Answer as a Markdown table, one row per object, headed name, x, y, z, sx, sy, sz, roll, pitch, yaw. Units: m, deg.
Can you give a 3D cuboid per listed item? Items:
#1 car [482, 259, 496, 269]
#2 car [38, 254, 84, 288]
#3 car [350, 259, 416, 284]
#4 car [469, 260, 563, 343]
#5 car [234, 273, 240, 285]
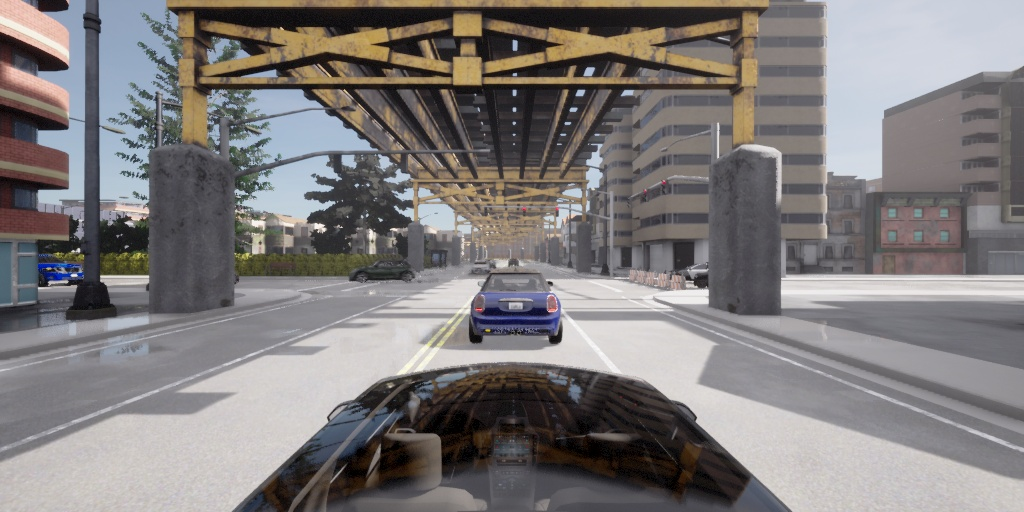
| name | x | y | z | sx | sy | sz | roll | pitch | yaw |
| --- | --- | --- | --- | --- | --- | --- | --- | --- | --- |
| car | -3.409 | 1.199 | 54.193 | 1.812 | 1.442 | 4.674 | 0 | 0 | 0 |
| car | -30.264 | 0.882 | 22.542 | 5.566 | 2.045 | 2.150 | 0 | 0 | 1 |
| car | -9.443 | 1.050 | 26.402 | 4.553 | 1.767 | 2.097 | 0 | 0 | -18 |
| car | 0.100 | 1.093 | 9.833 | 2.097 | 1.767 | 4.553 | 0 | 0 | 1 |
| car | -19.795 | 1.207 | 22.481 | 4.674 | 1.442 | 1.812 | 0 | 0 | 0 |
